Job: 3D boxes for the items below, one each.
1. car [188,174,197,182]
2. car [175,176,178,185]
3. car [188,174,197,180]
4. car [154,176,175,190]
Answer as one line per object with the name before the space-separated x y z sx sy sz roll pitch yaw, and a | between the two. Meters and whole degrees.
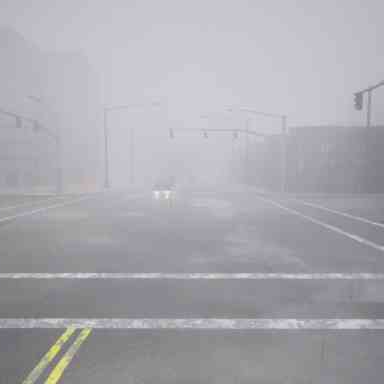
car | 0.094 -2.950 70.872 1.994 1.385 4.181 0 4 0
car | -3.526 -1.675 51.308 1.837 1.490 4.892 0 4 0
car | 0.107 -3.672 80.699 2.033 1.411 5.357 0 4 0
car | -3.543 -0.950 41.401 1.994 1.385 4.181 0 4 0
